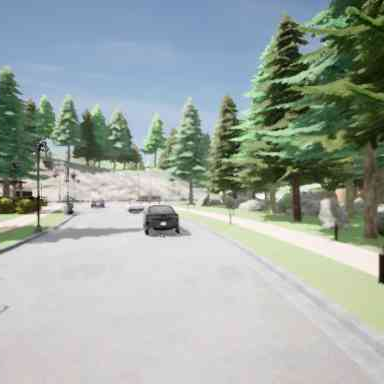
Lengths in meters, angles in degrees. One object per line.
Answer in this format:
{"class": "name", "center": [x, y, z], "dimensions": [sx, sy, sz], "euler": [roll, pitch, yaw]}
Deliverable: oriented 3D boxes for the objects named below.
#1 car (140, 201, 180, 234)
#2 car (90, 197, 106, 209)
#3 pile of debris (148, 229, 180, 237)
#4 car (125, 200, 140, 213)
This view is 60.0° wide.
{"class": "car", "center": [-1.879, 1.467, 19.388], "dimensions": [1.882, 1.535, 5.008], "euler": [0, 0, -10]}
{"class": "car", "center": [-13.274, 1.504, 46.914], "dimensions": [2.128, 1.511, 4.902], "euler": [0, 0, -17]}
{"class": "pile of debris", "center": [-1.507, 2.165, 17.507], "dimensions": [1.500, 0.140, 1.860], "euler": [0, 0, -9]}
{"class": "car", "center": [-6.432, 1.592, 37.214], "dimensions": [1.895, 1.301, 4.718], "euler": [0, 0, -17]}
